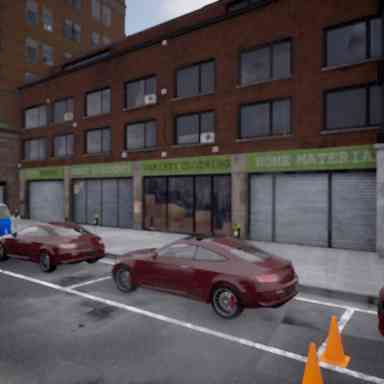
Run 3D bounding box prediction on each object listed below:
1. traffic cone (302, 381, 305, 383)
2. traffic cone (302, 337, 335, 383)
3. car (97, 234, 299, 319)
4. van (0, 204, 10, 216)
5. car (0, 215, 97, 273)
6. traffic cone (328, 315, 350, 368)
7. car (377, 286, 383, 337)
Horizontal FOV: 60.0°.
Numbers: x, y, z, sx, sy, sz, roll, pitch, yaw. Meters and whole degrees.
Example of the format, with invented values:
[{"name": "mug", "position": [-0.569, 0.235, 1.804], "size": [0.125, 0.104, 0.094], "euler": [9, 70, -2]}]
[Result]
[{"name": "traffic cone", "position": [0.737, 1.954, 2.832], "size": [0.340, 0.580, 0.340], "euler": [0, 0, 36]}, {"name": "traffic cone", "position": [1.320, 1.954, 3.644], "size": [0.340, 0.580, 0.340], "euler": [0, 0, 36]}, {"name": "car", "position": [0.101, 1.574, 7.139], "size": [4.206, 1.307, 1.802], "euler": [0, 0, 36]}, {"name": "van", "position": [-9.100, 1.309, 13.733], "size": [3.998, 1.788, 1.690], "euler": [0, 0, 36]}, {"name": "car", "position": [-4.500, 1.563, 10.436], "size": [4.206, 1.307, 1.802], "euler": [0, 0, 36]}, {"name": "traffic cone", "position": [1.902, 1.954, 4.457], "size": [0.340, 0.580, 0.340], "euler": [0, 0, 36]}, {"name": "car", "position": [4.702, 1.548, 3.841], "size": [4.507, 1.381, 1.887], "euler": [0, 0, 36]}]
